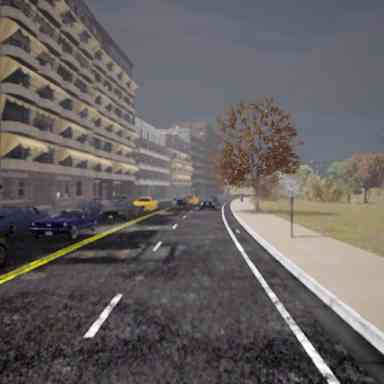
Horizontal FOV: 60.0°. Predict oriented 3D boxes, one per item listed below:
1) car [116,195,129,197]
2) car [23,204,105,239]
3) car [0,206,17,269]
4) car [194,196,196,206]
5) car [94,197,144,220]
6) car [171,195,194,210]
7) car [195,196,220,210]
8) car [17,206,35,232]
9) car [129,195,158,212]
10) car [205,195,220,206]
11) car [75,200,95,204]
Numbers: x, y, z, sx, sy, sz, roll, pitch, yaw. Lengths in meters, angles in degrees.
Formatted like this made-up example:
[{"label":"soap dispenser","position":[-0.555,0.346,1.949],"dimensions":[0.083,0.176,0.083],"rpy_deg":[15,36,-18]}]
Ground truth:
[{"label":"car","position":[-7.958,1.130,37.873],"dimensions":[2.097,1.767,4.553],"rpy_deg":[0,0,5]},{"label":"car","position":[-6.173,1.492,16.769],"dimensions":[1.895,1.301,4.718],"rpy_deg":[0,0,3]},{"label":"car","position":[-6.453,1.296,7.778],"dimensions":[2.097,1.767,4.553],"rpy_deg":[0,0,1]},{"label":"car","position":[-0.191,1.220,49.539],"dimensions":[1.882,1.535,5.008],"rpy_deg":[0,0,8]},{"label":"car","position":[-5.617,1.384,26.403],"dimensions":[2.033,1.411,5.357],"rpy_deg":[0,0,4]},{"label":"car","position":[-1.313,1.271,39.181],"dimensions":[2.128,1.511,4.902],"rpy_deg":[0,0,6]},{"label":"car","position":[1.926,1.331,38.915],"dimensions":[2.033,1.411,5.357],"rpy_deg":[0,0,6]},{"label":"car","position":[-9.386,1.432,17.521],"dimensions":[2.033,1.411,5.357],"rpy_deg":[0,0,2]},{"label":"car","position":[-4.925,1.270,35.366],"dimensions":[1.882,1.535,5.008],"rpy_deg":[0,0,5]},{"label":"car","position":[3.088,1.273,49.558],"dimensions":[1.812,1.442,4.674],"rpy_deg":[0,0,8]},{"label":"car","position":[-8.780,1.375,27.660],"dimensions":[2.033,1.411,5.357],"rpy_deg":[0,0,4]}]
